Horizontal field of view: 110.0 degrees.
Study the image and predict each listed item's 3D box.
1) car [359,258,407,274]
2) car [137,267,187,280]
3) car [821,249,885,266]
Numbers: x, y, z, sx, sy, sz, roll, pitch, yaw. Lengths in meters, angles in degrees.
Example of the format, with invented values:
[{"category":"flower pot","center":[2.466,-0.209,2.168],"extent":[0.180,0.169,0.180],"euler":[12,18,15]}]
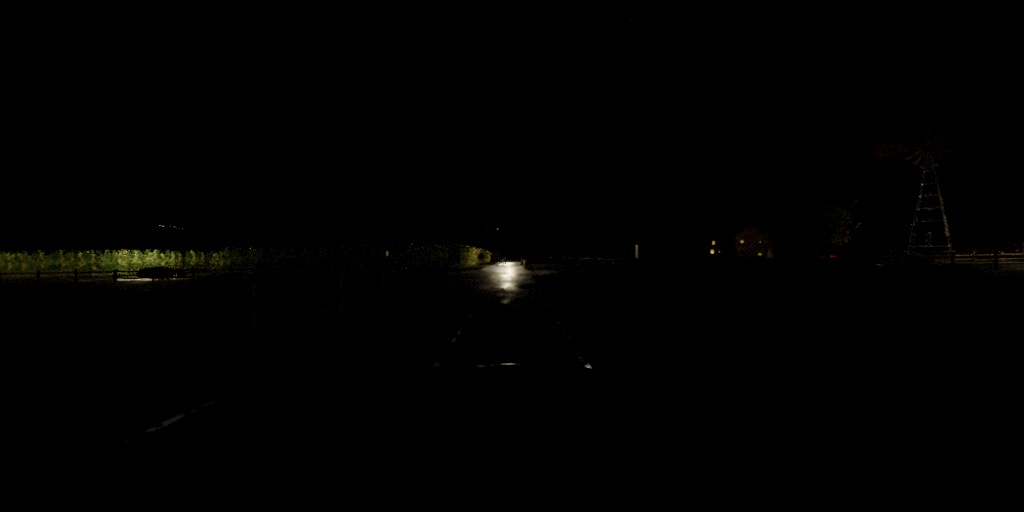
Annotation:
[{"category":"car","center":[-15.100,1.322,42.466],"extent":[5.566,2.045,2.150],"euler":[0,-1,0]},{"category":"car","center":[-41.625,2.040,42.681],"extent":[4.892,1.490,1.837],"euler":[-1,-1,0]},{"category":"car","center":[39.503,0.162,42.019],"extent":[5.566,2.045,2.150],"euler":[-1,-1,0]}]
